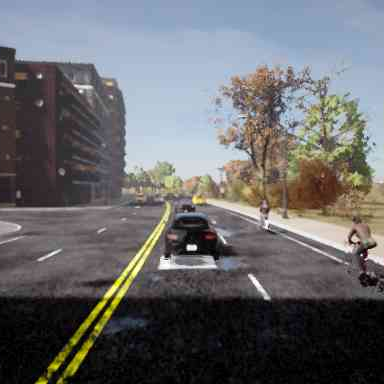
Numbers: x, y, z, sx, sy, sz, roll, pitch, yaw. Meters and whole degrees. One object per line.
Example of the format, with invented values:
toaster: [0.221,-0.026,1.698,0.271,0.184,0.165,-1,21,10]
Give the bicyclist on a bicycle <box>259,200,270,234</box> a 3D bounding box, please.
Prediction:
bicyclist on a bicycle: [3.867,1.320,17.917,0.659,1.776,1.843,0,0,-2]

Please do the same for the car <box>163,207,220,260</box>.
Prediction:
car: [-0.048,1.493,12.250,1.812,1.442,4.674,0,0,-1]

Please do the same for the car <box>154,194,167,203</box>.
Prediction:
car: [-6.144,1.425,61.753,1.895,1.301,4.718,0,0,-5]

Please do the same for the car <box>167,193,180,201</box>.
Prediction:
car: [-4.554,1.286,78.282,2.128,1.511,4.902,0,0,-7]

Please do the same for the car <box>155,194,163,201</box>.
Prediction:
car: [-7.776,1.249,77.849,1.837,1.490,4.892,0,0,-6]

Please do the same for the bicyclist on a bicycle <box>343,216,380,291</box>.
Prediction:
bicyclist on a bicycle: [4.067,1.430,8.028,0.582,1.620,1.656,0,0,-1]

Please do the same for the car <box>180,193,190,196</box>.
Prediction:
car: [-0.885,1.297,74.754,2.128,1.511,4.902,0,0,-6]

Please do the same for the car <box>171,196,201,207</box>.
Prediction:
car: [-0.632,1.409,30.317,2.128,1.511,4.902,0,0,-3]

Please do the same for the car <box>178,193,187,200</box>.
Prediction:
car: [-2.534,1.078,88.521,2.097,1.767,4.553,0,0,-7]

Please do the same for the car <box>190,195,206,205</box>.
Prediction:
car: [1.138,1.319,54.098,1.882,1.535,5.008,0,0,-4]

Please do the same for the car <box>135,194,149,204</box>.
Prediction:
car: [-9.382,1.306,61.367,1.882,1.535,5.008,0,0,-5]

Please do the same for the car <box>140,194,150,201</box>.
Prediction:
car: [-11.001,1.281,77.438,2.128,1.511,4.902,0,0,-6]

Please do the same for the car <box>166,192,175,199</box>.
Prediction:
car: [-5.771,0.985,88.226,2.097,1.767,4.553,0,0,-7]
